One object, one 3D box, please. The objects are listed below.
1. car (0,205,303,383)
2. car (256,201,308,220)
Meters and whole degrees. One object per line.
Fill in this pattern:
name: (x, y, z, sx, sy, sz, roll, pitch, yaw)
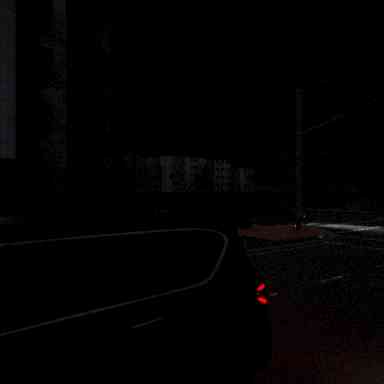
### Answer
car: (-1.754, 1.221, 2.740, 5.566, 2.045, 2.150, 0, 0, -36)
car: (6.688, 1.492, 26.003, 2.128, 1.511, 4.902, 0, 0, -36)
